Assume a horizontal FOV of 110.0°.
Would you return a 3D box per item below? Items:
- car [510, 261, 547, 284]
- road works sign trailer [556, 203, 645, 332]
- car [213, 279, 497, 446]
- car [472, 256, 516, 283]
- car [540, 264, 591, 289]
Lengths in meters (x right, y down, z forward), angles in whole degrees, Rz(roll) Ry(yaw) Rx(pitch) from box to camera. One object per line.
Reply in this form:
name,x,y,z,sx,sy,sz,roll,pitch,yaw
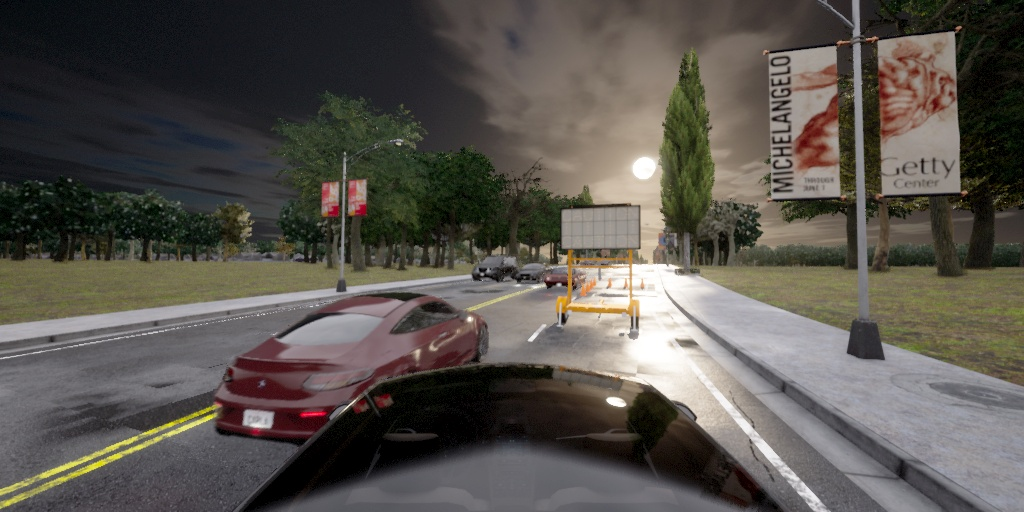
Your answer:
car,1.787,1.288,28.001,1.837,1.490,4.892,0,0,21
road works sign trailer,2.735,0.213,11.136,2.380,3.560,2.880,0,0,18
car,-1.758,1.278,5.430,1.812,1.442,4.674,0,0,12
car,-1.226,1.023,29.231,2.150,2.045,5.566,0,0,21
car,3.525,1.359,22.830,1.895,1.301,4.718,0,0,21
